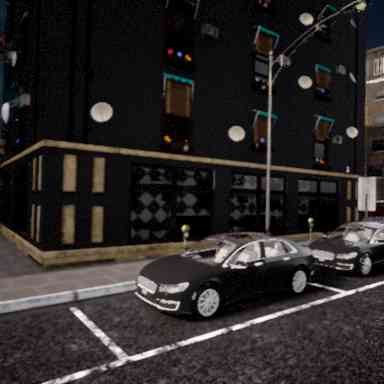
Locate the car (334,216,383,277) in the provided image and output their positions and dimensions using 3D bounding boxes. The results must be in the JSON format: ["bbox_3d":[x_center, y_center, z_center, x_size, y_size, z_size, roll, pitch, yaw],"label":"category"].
[{"bbox_3d":[5.420,1.670,10.561,4.403,1.369,2.008,1,1,-35],"label":"car"}]

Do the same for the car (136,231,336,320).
[{"bbox_3d":[0.921,1.606,7.344,4.403,1.369,2.008,1,1,-35],"label":"car"}]

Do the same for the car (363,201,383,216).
[{"bbox_3d":[18.856,1.824,33.550,2.192,1.841,5.009,2,-1,-35],"label":"car"}]
